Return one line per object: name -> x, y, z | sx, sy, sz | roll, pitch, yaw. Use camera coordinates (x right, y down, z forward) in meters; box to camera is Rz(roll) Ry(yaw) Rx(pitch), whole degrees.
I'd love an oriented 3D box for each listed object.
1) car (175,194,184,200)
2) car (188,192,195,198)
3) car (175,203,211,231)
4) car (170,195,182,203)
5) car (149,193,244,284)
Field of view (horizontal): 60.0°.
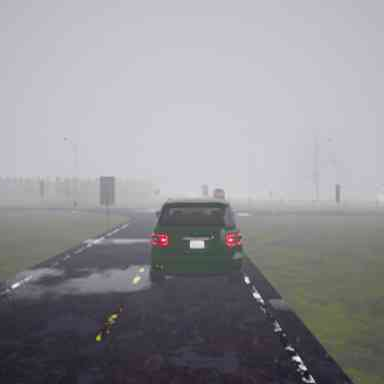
car -> -2.790, 1.078, 75.303 | 1.994, 1.385, 4.181 | 0, 0, 0
car -> -0.052, 0.853, 91.015 | 1.882, 1.535, 5.008 | 0, 0, 0
car -> 0.103, 1.418, 20.176 | 1.994, 1.385, 4.181 | 0, 0, 1
car -> -2.841, 1.210, 59.799 | 1.895, 1.301, 4.718 | 0, 0, 0
car -> 0.095, 1.150, 9.478 | 2.150, 2.045, 5.566 | 0, 0, 0
